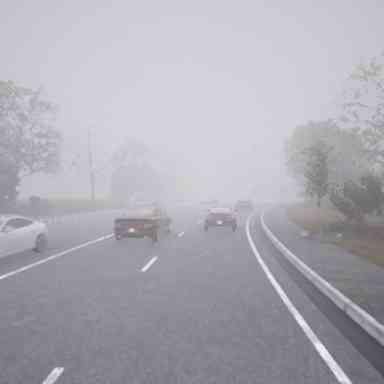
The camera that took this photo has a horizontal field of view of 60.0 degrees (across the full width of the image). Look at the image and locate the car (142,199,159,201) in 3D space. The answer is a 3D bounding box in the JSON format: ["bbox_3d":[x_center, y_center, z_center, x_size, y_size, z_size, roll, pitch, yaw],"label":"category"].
[{"bbox_3d":[-5.041,1.488,39.561,2.033,1.411,5.357,0,0,16],"label":"car"}]

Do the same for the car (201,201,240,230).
[{"bbox_3d":[1.871,1.516,20.765,1.812,1.442,4.674,0,0,9],"label":"car"}]

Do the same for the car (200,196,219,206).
[{"bbox_3d":[2.795,1.437,52.170,1.882,1.535,5.008,0,0,21],"label":"car"}]

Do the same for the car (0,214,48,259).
[{"bbox_3d":[-6.522,1.495,10.979,1.812,1.442,4.674,0,0,5],"label":"car"}]

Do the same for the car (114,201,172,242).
[{"bbox_3d":[-2.267,1.457,16.471,1.882,1.535,5.008,0,0,7],"label":"car"}]

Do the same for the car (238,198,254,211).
[{"bbox_3d":[6.524,1.484,40.956,2.128,1.511,4.902,0,0,17],"label":"car"}]
